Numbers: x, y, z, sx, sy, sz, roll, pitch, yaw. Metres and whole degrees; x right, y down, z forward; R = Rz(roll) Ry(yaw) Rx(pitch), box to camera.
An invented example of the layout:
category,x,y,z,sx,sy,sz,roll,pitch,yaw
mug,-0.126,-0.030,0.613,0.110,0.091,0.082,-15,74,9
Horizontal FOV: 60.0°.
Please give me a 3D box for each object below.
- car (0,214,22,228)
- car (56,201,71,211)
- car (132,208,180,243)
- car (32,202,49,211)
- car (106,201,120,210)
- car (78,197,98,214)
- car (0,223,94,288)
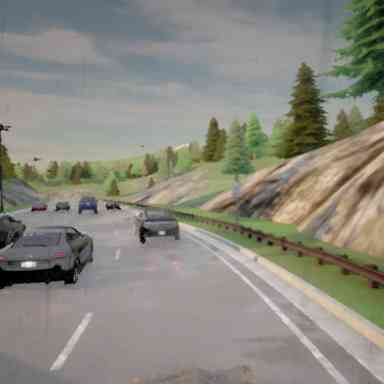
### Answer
category,x,y,z,sx,sy,sz,roll,pitch,yaw
car,-9.066,1.762,15.370,1.812,1.442,4.674,-1,0,-14
car,-18.952,2.018,49.037,2.128,1.511,4.902,-1,0,-18
car,-1.862,1.567,16.701,2.128,1.511,4.902,-1,0,-14
car,-23.273,2.193,51.010,1.994,1.385,4.181,-1,0,-18
car,-12.041,1.973,50.425,1.895,1.301,4.718,-1,0,-18
car,-13.193,1.604,42.335,2.150,2.045,5.566,-1,0,-17
car,-4.120,1.677,9.772,1.994,1.385,4.181,-1,0,-9
